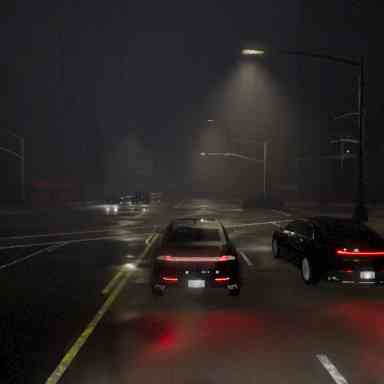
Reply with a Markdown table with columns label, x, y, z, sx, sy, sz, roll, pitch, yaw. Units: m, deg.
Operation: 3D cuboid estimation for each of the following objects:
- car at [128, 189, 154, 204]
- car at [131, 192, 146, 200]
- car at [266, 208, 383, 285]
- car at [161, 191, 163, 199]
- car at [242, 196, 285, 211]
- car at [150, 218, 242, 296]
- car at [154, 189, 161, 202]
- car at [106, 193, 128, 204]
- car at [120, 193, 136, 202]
| label | x | y | z | sx | sy | sz | roll | pitch | yaw |
| --- | --- | --- | --- | --- | --- | --- | --- | --- | --- |
| car | -7.191 | 0.626 | 47.450 | 2.150 | 2.045 | 5.566 | 0 | 0 | 1 |
| car | -10.715 | 0.815 | 66.453 | 2.128 | 1.511 | 4.902 | 0 | 0 | 0 |
| car | 3.578 | 1.415 | 9.209 | 1.837 | 1.490 | 4.892 | 0 | 1 | 0 |
| car | -7.206 | 0.541 | 67.921 | 2.150 | 2.045 | 5.566 | 0 | 0 | 0 |
| car | 7.132 | 1.116 | 33.504 | 4.181 | 1.385 | 1.994 | 0 | 1 | 0 |
| car | 0.074 | 1.409 | 8.413 | 2.128 | 1.511 | 4.902 | 0 | 1 | 0 |
| car | -7.216 | 0.572 | 57.484 | 2.150 | 2.045 | 5.566 | 0 | 0 | 0 |
| car | -10.702 | 0.898 | 46.785 | 2.128 | 1.511 | 4.902 | 0 | 0 | 0 |
| car | -10.722 | 0.881 | 56.050 | 1.812 | 1.442 | 4.674 | 0 | 0 | 0 |
